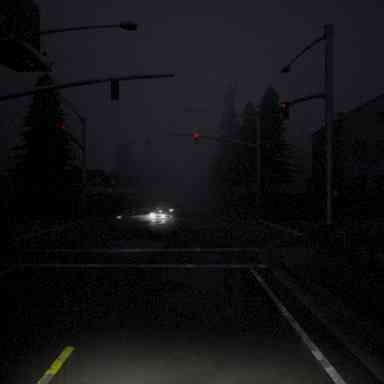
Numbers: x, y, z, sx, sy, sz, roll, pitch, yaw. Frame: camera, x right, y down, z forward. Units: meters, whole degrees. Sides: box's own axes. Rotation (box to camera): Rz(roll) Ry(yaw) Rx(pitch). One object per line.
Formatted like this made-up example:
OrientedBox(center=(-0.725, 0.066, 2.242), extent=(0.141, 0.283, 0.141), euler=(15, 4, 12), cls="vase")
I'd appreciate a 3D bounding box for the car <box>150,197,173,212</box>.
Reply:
OrientedBox(center=(-3.635, 1.483, 38.081), extent=(2.128, 1.511, 4.902), euler=(0, 0, 0), cls="car")
